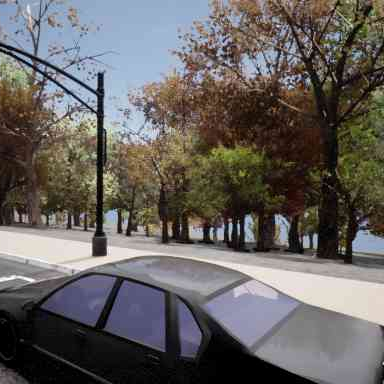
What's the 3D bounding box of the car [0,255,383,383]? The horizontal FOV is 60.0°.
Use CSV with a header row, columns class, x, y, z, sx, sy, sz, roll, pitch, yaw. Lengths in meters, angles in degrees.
class,x,y,z,sx,sy,sz,roll,pitch,yaw
car,-0.551,1.547,4.071,5.357,1.411,2.033,0,0,35
